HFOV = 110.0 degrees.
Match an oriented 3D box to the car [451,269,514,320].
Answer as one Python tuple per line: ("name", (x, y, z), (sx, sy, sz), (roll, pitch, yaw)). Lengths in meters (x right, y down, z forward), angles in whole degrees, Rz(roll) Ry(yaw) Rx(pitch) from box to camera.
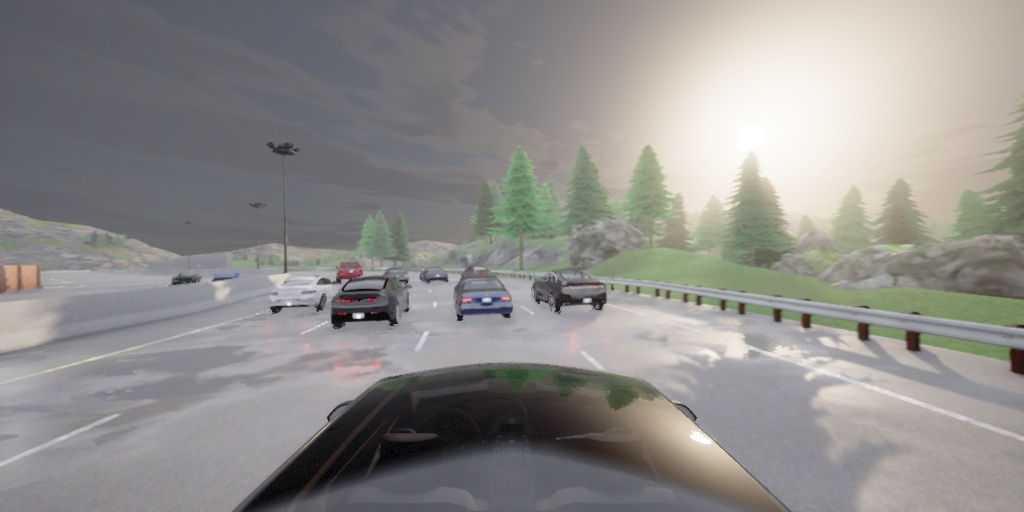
("car", (-1.209, 1.406, 13.306), (2.033, 1.411, 5.357), (-1, 0, -10))

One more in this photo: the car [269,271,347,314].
("car", (-8.876, 1.576, 15.697), (1.812, 1.442, 4.674), (-1, 0, -13))

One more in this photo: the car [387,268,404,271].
("car", (-10.092, 1.733, 31.084), (2.033, 1.411, 5.357), (-1, 0, -23))

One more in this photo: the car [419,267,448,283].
("car", (-7.240, 1.698, 32.951), (1.994, 1.385, 4.181), (-1, 0, -23))

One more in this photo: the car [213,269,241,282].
("car", (-29.177, 2.139, 36.813), (1.882, 1.535, 5.008), (-1, -1, -33))

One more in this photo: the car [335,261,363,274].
("car", (-15.877, 1.567, 35.026), (2.150, 2.045, 5.566), (-1, -1, -27))

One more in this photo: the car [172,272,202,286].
("car", (-33.421, 2.360, 36.943), (1.895, 1.301, 4.718), (-1, -1, -35))

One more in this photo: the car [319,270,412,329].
("car", (-4.659, 1.435, 12.331), (1.837, 1.490, 4.892), (-1, 0, -9))

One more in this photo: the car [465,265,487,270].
("car", (-3.203, 1.564, 32.448), (1.812, 1.442, 4.674), (-1, 0, -21))

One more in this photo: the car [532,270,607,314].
("car", (2.079, 1.281, 14.180), (2.128, 1.511, 4.902), (-1, 0, -10))
